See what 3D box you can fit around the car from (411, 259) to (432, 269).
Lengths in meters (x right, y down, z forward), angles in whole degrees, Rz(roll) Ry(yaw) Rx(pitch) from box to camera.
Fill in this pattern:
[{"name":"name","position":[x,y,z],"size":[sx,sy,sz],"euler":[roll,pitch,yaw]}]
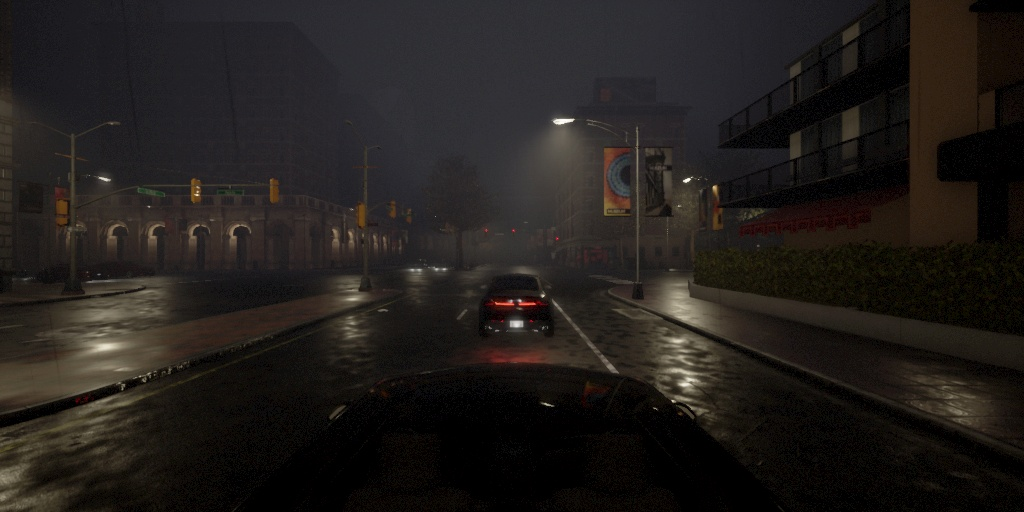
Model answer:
[{"name":"car","position":[-14.808,1.241,57.978],"size":[2.128,1.511,4.902],"euler":[0,0,0]}]

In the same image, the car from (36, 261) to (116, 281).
[{"name":"car","position":[-35.319,1.314,28.922],"size":[4.181,1.385,1.994],"euler":[0,0,0]}]

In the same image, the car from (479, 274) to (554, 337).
[{"name":"car","position":[0.117,1.255,10.339],"size":[1.837,1.490,4.892],"euler":[0,0,0]}]

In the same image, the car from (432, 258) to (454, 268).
[{"name":"car","position":[-11.302,1.314,58.747],"size":[1.994,1.385,4.181],"euler":[0,0,0]}]

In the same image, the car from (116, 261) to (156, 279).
[{"name":"car","position":[-35.234,1.228,32.423],"size":[5.008,1.535,1.882],"euler":[0,0,0]}]

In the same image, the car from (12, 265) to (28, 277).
[{"name":"car","position":[-47.020,1.276,32.458],"size":[4.674,1.442,1.812],"euler":[0,0,1]}]
